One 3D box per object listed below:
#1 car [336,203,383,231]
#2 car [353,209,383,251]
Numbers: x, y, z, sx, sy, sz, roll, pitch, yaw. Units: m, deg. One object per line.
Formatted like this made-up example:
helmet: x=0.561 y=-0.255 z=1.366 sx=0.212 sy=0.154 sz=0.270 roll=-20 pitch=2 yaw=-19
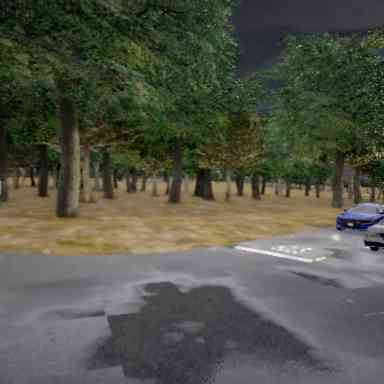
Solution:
car: x=9.859 y=1.403 z=18.767 sx=1.882 sy=1.535 sz=5.008 roll=3 pitch=2 yaw=45
car: x=8.410 y=1.552 z=12.939 sx=2.033 sy=1.411 sz=5.357 roll=3 pitch=2 yaw=45
